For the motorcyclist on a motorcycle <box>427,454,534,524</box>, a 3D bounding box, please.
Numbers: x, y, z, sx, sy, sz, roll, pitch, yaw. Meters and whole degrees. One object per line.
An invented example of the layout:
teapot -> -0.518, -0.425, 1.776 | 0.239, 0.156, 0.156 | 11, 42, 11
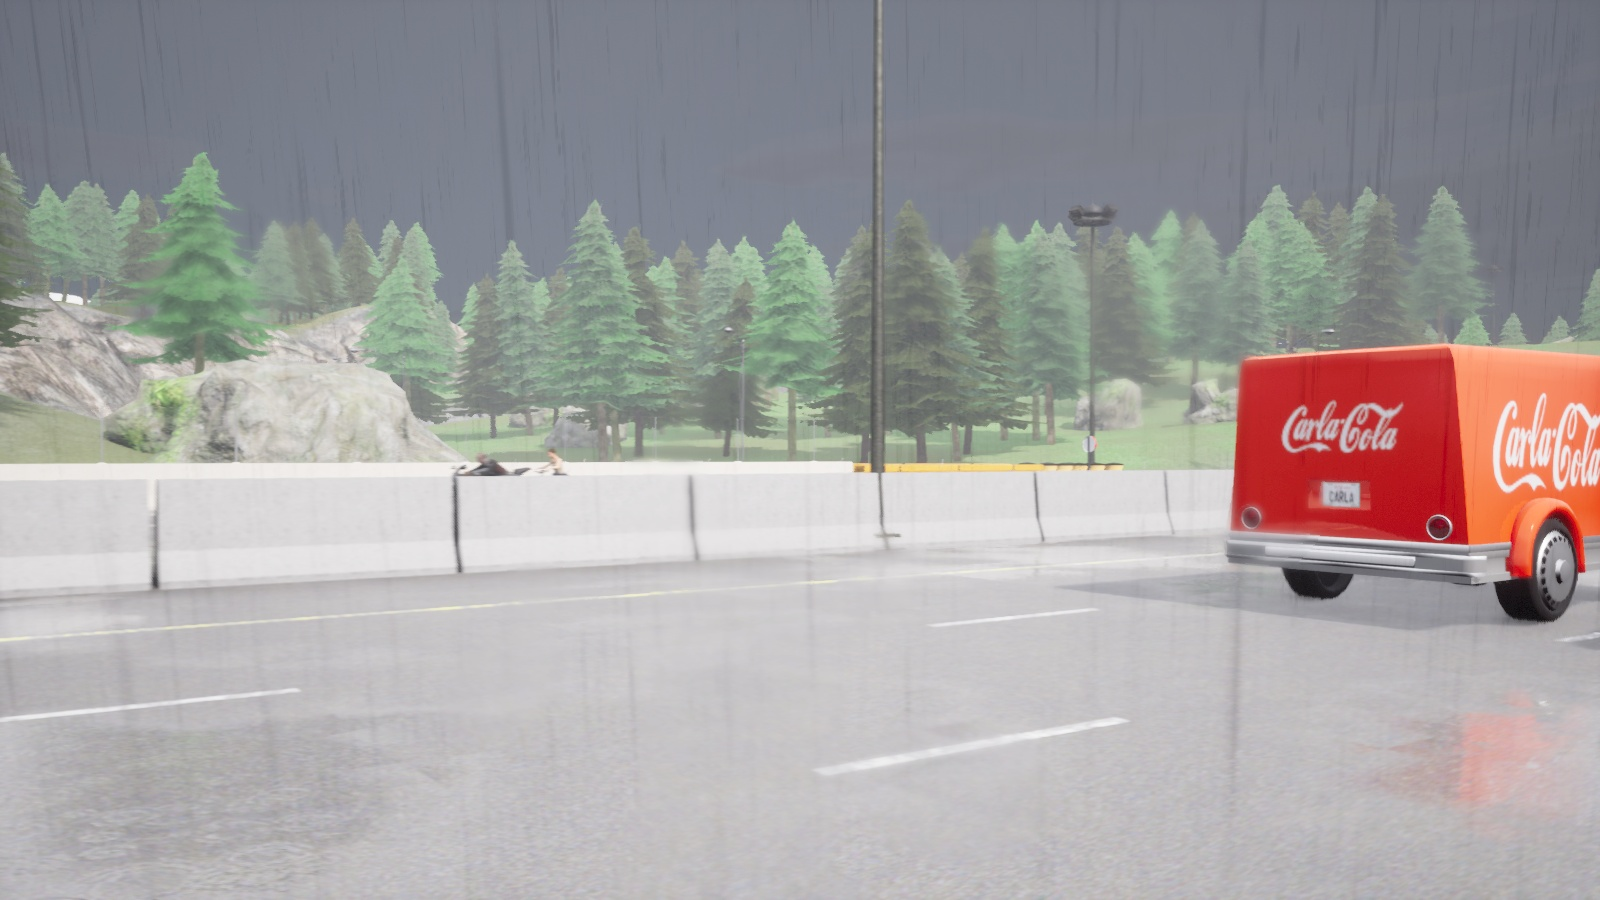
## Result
motorcyclist on a motorcycle -> -7.231, 0.865, 28.475 | 2.191, 1.530, 0.866 | 0, 0, -35

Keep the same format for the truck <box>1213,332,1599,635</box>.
truck -> 6.948, 0.275, 12.761 | 5.204, 2.467, 2.627 | 0, 0, -35
